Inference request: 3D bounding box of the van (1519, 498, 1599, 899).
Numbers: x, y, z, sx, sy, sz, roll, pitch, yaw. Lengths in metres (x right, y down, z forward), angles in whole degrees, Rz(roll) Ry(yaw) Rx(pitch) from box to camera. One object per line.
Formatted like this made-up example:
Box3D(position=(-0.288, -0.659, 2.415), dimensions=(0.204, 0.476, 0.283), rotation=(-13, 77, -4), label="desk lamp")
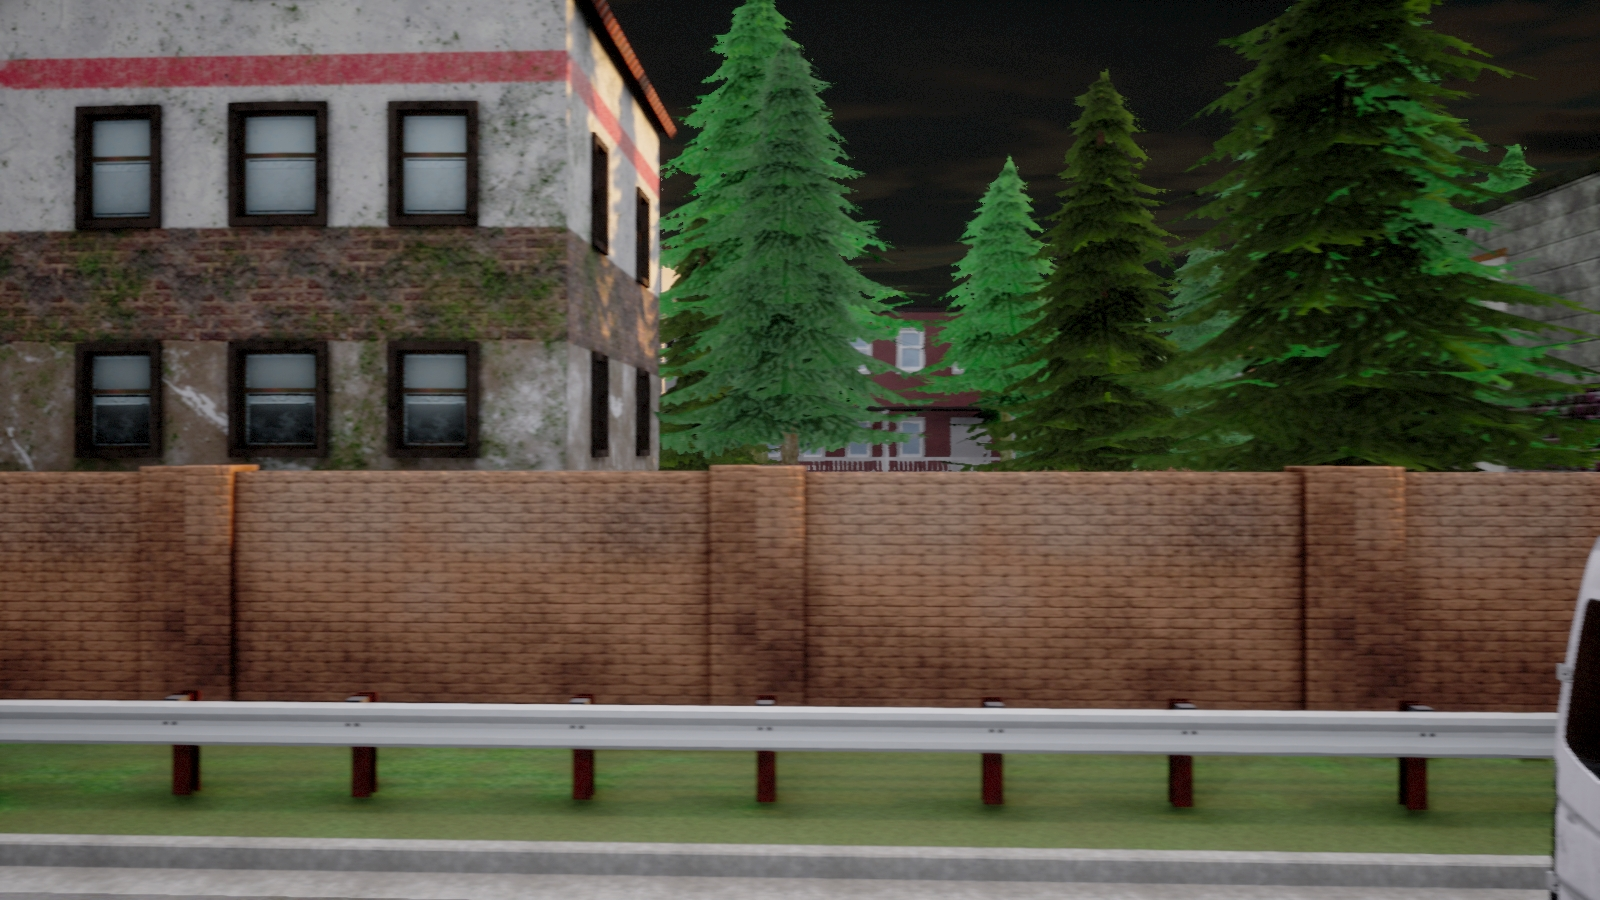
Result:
Box3D(position=(6.458, 1.532, 4.510), dimensions=(5.915, 2.561, 1.988), rotation=(0, 0, 2), label="van")
